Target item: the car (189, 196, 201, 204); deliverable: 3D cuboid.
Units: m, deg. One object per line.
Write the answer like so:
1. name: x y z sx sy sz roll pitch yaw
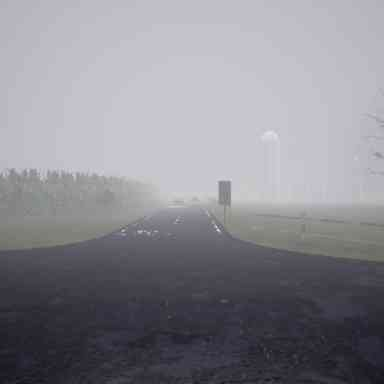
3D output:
1. car: 0.529 1.530 63.580 2.128 1.511 4.902 0 0 0

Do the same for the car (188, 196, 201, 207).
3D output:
1. car: 0.445 1.501 53.160 1.882 1.535 5.008 0 0 0

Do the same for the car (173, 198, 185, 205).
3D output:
1. car: -2.267 1.631 57.751 1.895 1.301 4.718 0 0 0
